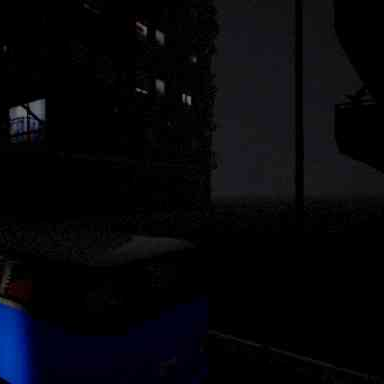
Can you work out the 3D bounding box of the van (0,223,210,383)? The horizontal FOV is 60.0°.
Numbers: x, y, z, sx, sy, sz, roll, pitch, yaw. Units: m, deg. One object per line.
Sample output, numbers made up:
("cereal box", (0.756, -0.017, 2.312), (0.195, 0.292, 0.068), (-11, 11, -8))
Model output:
("van", (-1.717, 1.345, 4.107), (3.998, 1.788, 1.690), (0, 0, 36))
